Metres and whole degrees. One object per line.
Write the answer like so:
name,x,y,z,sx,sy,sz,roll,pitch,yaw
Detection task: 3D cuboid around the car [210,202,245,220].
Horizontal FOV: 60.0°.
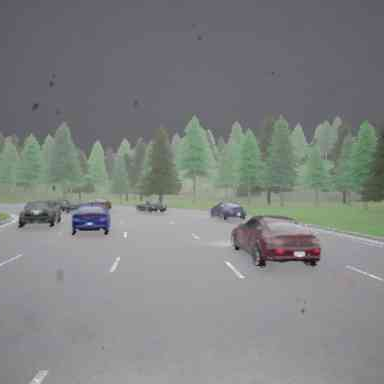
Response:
car,2.941,1.525,27.681,1.812,1.442,4.674,0,0,-16

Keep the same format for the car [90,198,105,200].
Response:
car,-11.149,1.478,38.928,1.882,1.535,5.008,0,0,-38

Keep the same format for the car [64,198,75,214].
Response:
car,-13.165,1.601,36.156,1.895,1.301,4.718,0,0,-37

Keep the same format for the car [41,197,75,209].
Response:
car,-18.678,1.492,46.207,4.902,1.511,2.128,0,0,35

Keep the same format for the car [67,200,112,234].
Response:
car,-5.769,1.477,19.340,1.882,1.535,5.008,0,0,-13

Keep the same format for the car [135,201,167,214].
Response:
car,-4.562,1.601,36.175,1.895,1.301,4.718,0,0,-30

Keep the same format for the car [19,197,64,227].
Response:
car,-10.322,1.352,22.863,2.097,1.767,4.553,0,0,-16

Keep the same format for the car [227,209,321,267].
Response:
car,2.684,1.525,11.390,1.812,1.442,4.674,0,0,-6
